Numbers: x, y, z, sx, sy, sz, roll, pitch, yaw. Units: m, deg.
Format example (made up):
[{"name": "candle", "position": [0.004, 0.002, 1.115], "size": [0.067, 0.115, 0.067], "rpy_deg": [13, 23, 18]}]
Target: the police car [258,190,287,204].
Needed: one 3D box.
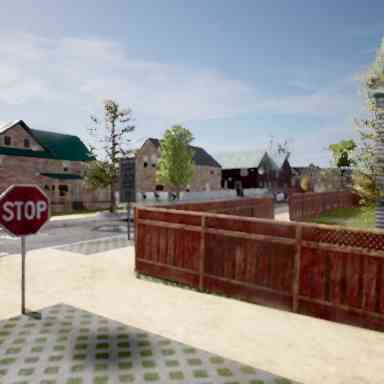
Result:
[{"name": "police car", "position": [9.103, 0.524, 38.000], "size": [2.038, 1.542, 4.974], "rpy_deg": [0, 1, 36]}]
